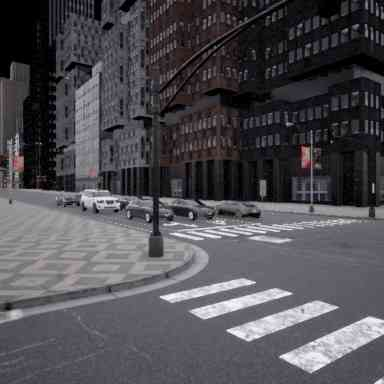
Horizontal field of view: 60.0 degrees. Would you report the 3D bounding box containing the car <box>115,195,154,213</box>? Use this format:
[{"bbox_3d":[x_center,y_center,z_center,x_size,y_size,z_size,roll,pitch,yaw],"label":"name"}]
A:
[{"bbox_3d":[-5.689,1.107,32.569,1.837,1.490,4.892,0,1,-36],"label":"car"}]

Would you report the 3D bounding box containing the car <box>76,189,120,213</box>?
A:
[{"bbox_3d":[-8.698,0.819,31.185,2.150,2.045,5.566,0,1,-36],"label":"car"}]

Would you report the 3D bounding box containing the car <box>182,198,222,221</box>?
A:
[{"bbox_3d":[-0.248,1.239,24.979,1.837,1.490,4.892,0,1,-38],"label":"car"}]

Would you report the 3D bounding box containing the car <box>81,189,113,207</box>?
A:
[{"bbox_3d":[-11.835,0.671,41.111,2.150,2.045,5.566,0,1,-35],"label":"car"}]

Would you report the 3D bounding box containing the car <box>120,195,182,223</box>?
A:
[{"bbox_3d":[-3.013,1.240,23.299,1.837,1.490,4.892,0,1,-36],"label":"car"}]

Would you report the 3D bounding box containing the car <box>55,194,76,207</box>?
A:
[{"bbox_3d":[-14.909,0.991,39.808,2.033,1.411,5.357,0,1,-36],"label":"car"}]

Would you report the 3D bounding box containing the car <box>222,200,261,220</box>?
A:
[{"bbox_3d":[3.378,1.313,25.891,1.994,1.385,4.181,0,1,-36],"label":"car"}]

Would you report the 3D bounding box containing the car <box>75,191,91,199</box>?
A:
[{"bbox_3d":[-21.843,0.563,66.416,1.812,1.442,4.674,0,1,-36],"label":"car"}]
